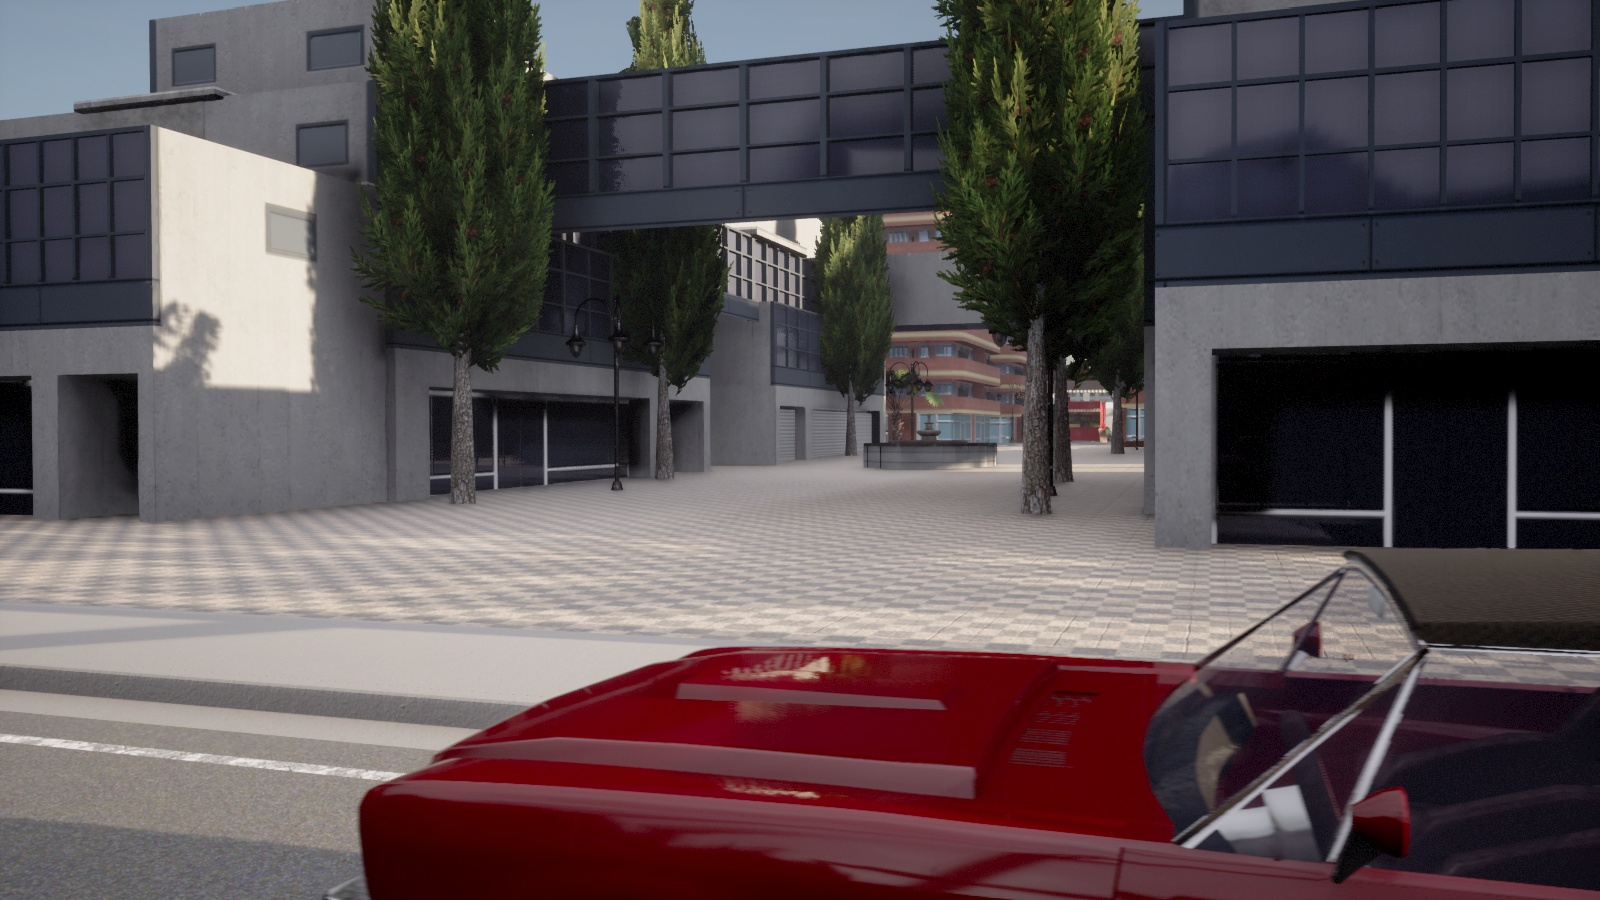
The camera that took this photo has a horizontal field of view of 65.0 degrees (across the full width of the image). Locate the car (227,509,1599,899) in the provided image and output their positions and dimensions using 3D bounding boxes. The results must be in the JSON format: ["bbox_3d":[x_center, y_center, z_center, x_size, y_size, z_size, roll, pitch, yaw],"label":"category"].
[{"bbox_3d":[1.357,0.888,2.739,4.718,1.301,1.895,1,1,19],"label":"car"}]
